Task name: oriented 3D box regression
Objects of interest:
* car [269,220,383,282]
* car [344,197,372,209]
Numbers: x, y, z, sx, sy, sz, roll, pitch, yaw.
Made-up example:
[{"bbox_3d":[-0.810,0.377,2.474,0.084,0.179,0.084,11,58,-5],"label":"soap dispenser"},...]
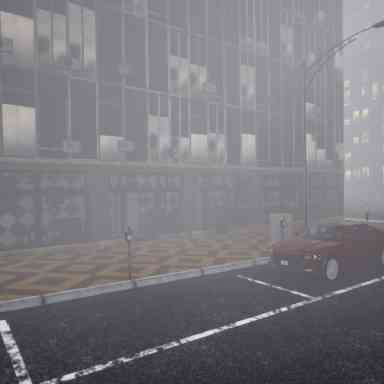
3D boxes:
[{"bbox_3d":[4.158,1.542,9.721,4.507,1.381,1.887,0,-1,-36],"label":"car"},{"bbox_3d":[18.691,1.275,39.604,1.752,1.417,4.829,-1,1,-35],"label":"car"}]
